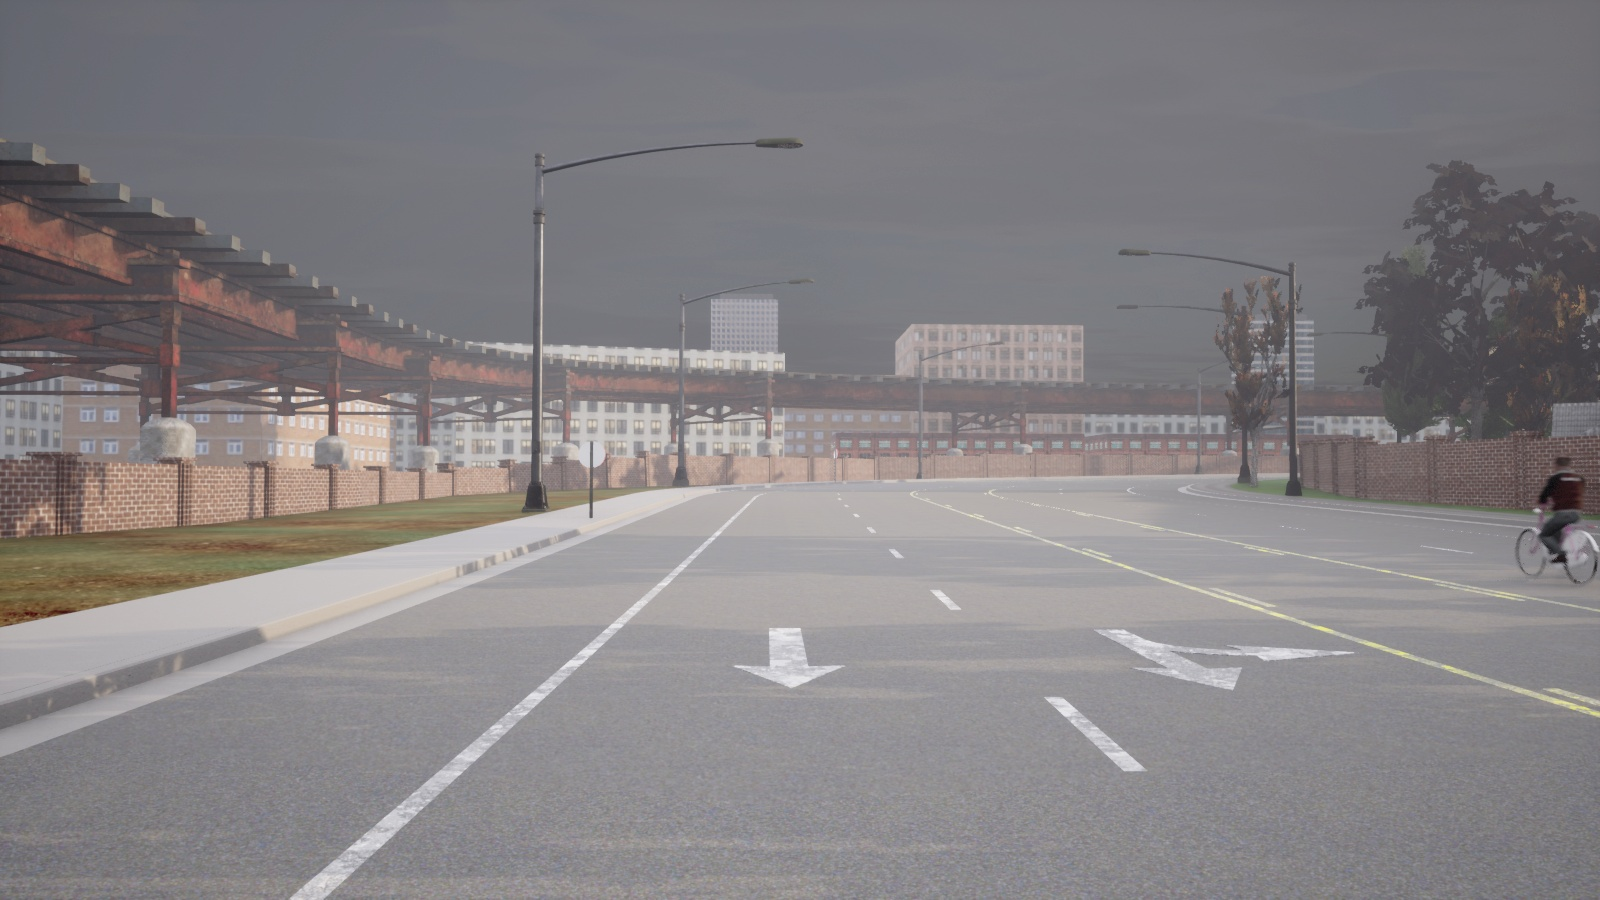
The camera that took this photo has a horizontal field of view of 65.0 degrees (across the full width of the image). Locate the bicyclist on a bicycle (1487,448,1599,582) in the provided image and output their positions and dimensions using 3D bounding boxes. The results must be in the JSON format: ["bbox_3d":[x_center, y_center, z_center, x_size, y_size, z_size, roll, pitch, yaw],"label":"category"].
[{"bbox_3d":[10.458,0.873,17.565,0.659,1.776,1.843,0,-1,0],"label":"bicyclist on a bicycle"}]
